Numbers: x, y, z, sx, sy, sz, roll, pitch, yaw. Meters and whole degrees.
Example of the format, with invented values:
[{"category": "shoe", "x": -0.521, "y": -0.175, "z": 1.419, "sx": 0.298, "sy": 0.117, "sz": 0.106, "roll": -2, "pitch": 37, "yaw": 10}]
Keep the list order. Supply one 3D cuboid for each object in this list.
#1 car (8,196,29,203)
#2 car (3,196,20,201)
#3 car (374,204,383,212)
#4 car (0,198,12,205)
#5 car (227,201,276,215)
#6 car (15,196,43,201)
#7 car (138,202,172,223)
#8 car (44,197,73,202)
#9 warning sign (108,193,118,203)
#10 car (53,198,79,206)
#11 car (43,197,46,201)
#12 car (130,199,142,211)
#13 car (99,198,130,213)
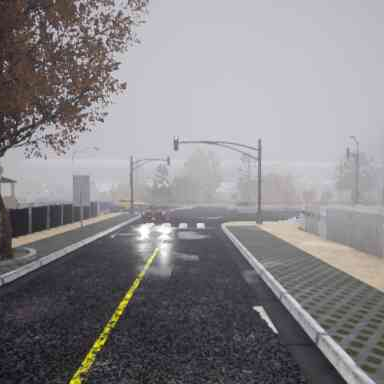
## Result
[{"category": "car", "x": -38.968, "y": 1.699, "z": 74.658, "sx": 4.902, "sy": 1.511, "sz": 2.128, "roll": -1, "pitch": 2, "yaw": 36}, {"category": "car", "x": -32.780, "y": 1.909, "z": 62.137, "sx": 4.902, "sy": 1.511, "sz": 2.128, "roll": -1, "pitch": 2, "yaw": 36}, {"category": "car", "x": 18.506, "y": 1.324, "z": 29.025, "sx": 4.674, "sy": 1.442, "sz": 1.812, "roll": -1, "pitch": 2, "yaw": 37}, {"category": "car", "x": -41.085, "y": 1.943, "z": 72.187, "sx": 4.181, "sy": 1.385, "sz": 1.994, "roll": -1, "pitch": 2, "yaw": 36}, {"category": "car", "x": 6.026, "y": 1.614, "z": 33.824, "sx": 4.718, "sy": 1.301, "sz": 1.895, "roll": -1, "pitch": 2, "yaw": 36}, {"category": "car", "x": -26.523, "y": 1.919, "z": 53.478, "sx": 4.892, "sy": 1.490, "sz": 1.837, "roll": -1, "pitch": 2, "yaw": 36}, {"category": "car", "x": -2.709, "y": 1.626, "z": 26.146, "sx": 1.895, "sy": 1.301, "sz": 4.718, "roll": 0, "pitch": 0, "yaw": 2}, {"category": "car", "x": -21.359, "y": 1.877, "z": 53.734, "sx": 4.718, "sy": 1.301, "sz": 1.895, "roll": -1, "pitch": 2, "yaw": 36}, {"category": "warning sign", "x": -14.251, "y": 1.067, "z": 60.246, "sx": 1.060, "sy": 1.860, "sz": 1.300, "roll": 2, "pitch": 1, "yaw": 36}, {"category": "car", "x": -22.248, "y": 1.792, "z": 58.628, "sx": 4.718, "sy": 1.301, "sz": 1.895, "roll": -1, "pitch": 2, "yaw": 36}, {"category": "car", "x": -30.863, "y": 1.740, "z": 68.775, "sx": 4.181, "sy": 1.385, "sz": 1.994, "roll": -1, "pitch": 2, "yaw": 36}, {"category": "car", "x": -8.362, "y": 1.629, "z": 44.273, "sx": 5.008, "sy": 1.535, "sz": 1.882, "roll": -1, "pitch": 2, "yaw": 36}, {"category": "car", "x": -10.745, "y": 1.810, "z": 41.991, "sx": 5.357, "sy": 1.411, "sz": 2.033, "roll": -1, "pitch": 2, "yaw": 36}]
